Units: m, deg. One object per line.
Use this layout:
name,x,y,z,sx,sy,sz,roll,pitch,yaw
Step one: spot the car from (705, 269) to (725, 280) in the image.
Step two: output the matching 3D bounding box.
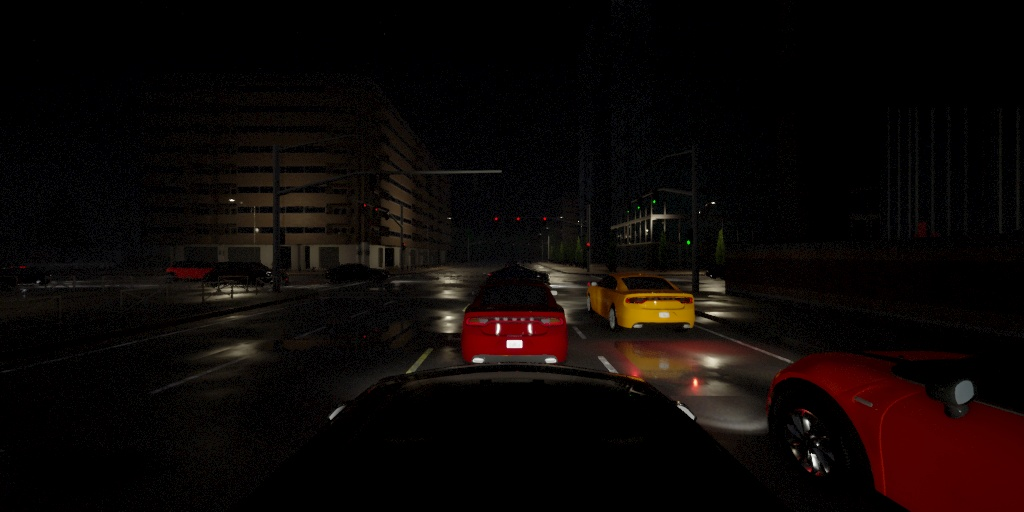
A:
car,19.523,1.405,31.167,4.718,1.301,1.895,0,0,0

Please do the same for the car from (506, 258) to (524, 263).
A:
car,-0.037,1.296,45.674,2.033,1.411,5.357,0,0,-2

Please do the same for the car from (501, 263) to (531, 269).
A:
car,0.422,1.338,24.040,4.181,1.385,1.994,0,0,0

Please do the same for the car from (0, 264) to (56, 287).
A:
car,-34.120,1.405,24.173,4.718,1.301,1.895,0,0,0

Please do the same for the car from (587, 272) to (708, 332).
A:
car,3.578,1.227,10.863,1.882,1.535,5.008,0,0,0

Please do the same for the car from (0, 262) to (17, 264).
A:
car,-41.242,1.296,27.709,4.902,1.511,2.128,0,0,0

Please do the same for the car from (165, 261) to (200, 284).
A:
car,-23.729,1.156,27.632,4.553,1.767,2.097,0,0,0

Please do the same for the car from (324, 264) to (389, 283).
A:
car,-12.022,1.314,27.953,4.674,1.442,1.812,0,0,-6

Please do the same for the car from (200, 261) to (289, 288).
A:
car,-17.612,1.157,24.092,4.553,1.767,2.097,0,0,1

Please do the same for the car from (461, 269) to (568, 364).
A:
car,0.059,1.227,8.088,1.882,1.535,5.008,0,0,0

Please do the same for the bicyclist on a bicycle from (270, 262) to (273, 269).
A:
bicyclist on a bicycle,-25.535,1.105,38.622,0.582,1.620,1.656,0,0,0

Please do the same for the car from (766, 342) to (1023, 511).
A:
car,3.600,1.102,1.717,2.097,1.767,4.553,0,0,0
